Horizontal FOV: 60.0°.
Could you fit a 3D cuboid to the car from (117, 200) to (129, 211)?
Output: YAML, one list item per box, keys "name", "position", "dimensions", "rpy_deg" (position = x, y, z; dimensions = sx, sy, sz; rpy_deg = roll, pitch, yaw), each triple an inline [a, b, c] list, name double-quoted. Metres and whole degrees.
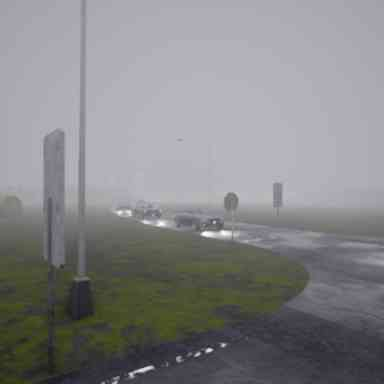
- name: "car"
  position: [-9.211, 1.819, 45.327]
  dimensions: [1.994, 1.385, 4.181]
  rpy_deg: [0, 0, -16]

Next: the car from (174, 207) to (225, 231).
- name: "car"
  position: [0.431, 1.726, 22.370]
  dimensions: [1.994, 1.385, 4.181]
  rpy_deg: [0, 0, -29]

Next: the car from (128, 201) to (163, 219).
- name: "car"
  position: [-4.358, 1.802, 31.811]
  dimensions: [1.895, 1.301, 4.718]
  rpy_deg: [0, 0, -24]

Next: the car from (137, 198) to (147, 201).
- name: "car"
  position: [-5.867, 1.848, 44.218]
  dimensions: [1.895, 1.301, 4.718]
  rpy_deg: [0, 0, -17]

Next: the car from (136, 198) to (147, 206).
- name: "car"
  position: [-9.806, 1.864, 65.344]
  dimensions: [1.837, 1.490, 4.892]
  rpy_deg: [0, -1, -5]
